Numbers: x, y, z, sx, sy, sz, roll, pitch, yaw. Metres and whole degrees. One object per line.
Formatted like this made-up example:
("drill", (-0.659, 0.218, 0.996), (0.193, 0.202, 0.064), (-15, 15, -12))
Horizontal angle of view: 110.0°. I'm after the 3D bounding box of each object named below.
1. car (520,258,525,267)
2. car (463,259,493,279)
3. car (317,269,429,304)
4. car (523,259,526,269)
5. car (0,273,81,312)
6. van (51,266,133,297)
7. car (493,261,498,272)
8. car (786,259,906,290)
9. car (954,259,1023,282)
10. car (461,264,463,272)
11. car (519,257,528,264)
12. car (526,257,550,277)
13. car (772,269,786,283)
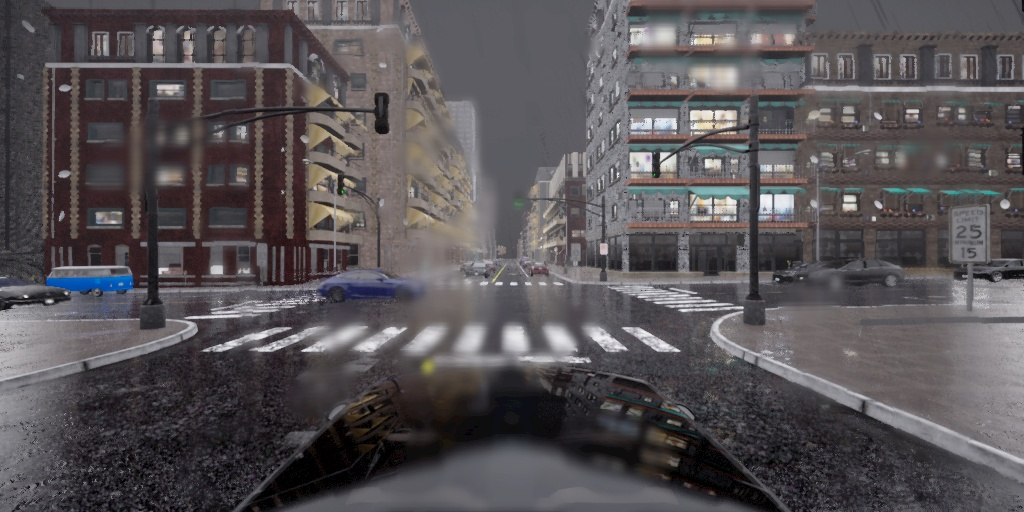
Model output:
("car", (2.723, 1.346, 58.332), (1.802, 1.307, 4.207), (0, 0, 0))
("car", (-3.081, 1.281, 33.343), (1.812, 1.442, 4.674), (0, 0, 0))
("car", (-6.045, 1.284, 15.826), (4.674, 1.442, 1.812), (0, 0, 0))
("car", (2.712, 1.309, 41.729), (2.007, 1.370, 4.403), (0, 0, 0))
("car", (-22.978, 1.645, 15.754), (5.357, 1.411, 2.033), (-1, 0, 0))
("van", (-25.358, 1.500, 21.567), (3.998, 1.789, 1.690), (0, 0, 0))
("car", (-3.072, 1.286, 45.452), (1.812, 1.442, 4.674), (0, 0, 0))
("car", (17.828, 0.949, 19.029), (4.892, 1.490, 1.837), (-1, 0, 0))
("car", (29.605, 0.831, 21.668), (4.313, 1.339, 1.948), (0, 0, 0))
("car", (-5.665, 1.310, 47.269), (2.007, 1.370, 4.403), (0, 0, 0))
("car", (2.726, 1.349, 63.866), (1.802, 1.307, 4.207), (0, 0, 0))
("car", (2.709, 1.196, 36.195), (1.967, 1.591, 4.097), (0, 0, 0))
("car", (18.280, 1.013, 21.747), (4.313, 1.339, 1.948), (0, 0, 0))
